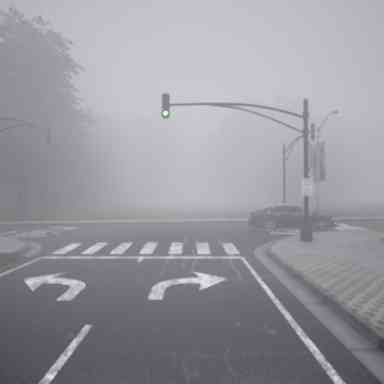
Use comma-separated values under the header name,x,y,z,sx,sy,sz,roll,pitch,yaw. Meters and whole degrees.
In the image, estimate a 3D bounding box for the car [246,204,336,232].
name,x,y,z,sx,sy,sz,roll,pitch,yaw
car,5.554,1.449,18.796,4.892,1.490,1.837,-1,-1,0
